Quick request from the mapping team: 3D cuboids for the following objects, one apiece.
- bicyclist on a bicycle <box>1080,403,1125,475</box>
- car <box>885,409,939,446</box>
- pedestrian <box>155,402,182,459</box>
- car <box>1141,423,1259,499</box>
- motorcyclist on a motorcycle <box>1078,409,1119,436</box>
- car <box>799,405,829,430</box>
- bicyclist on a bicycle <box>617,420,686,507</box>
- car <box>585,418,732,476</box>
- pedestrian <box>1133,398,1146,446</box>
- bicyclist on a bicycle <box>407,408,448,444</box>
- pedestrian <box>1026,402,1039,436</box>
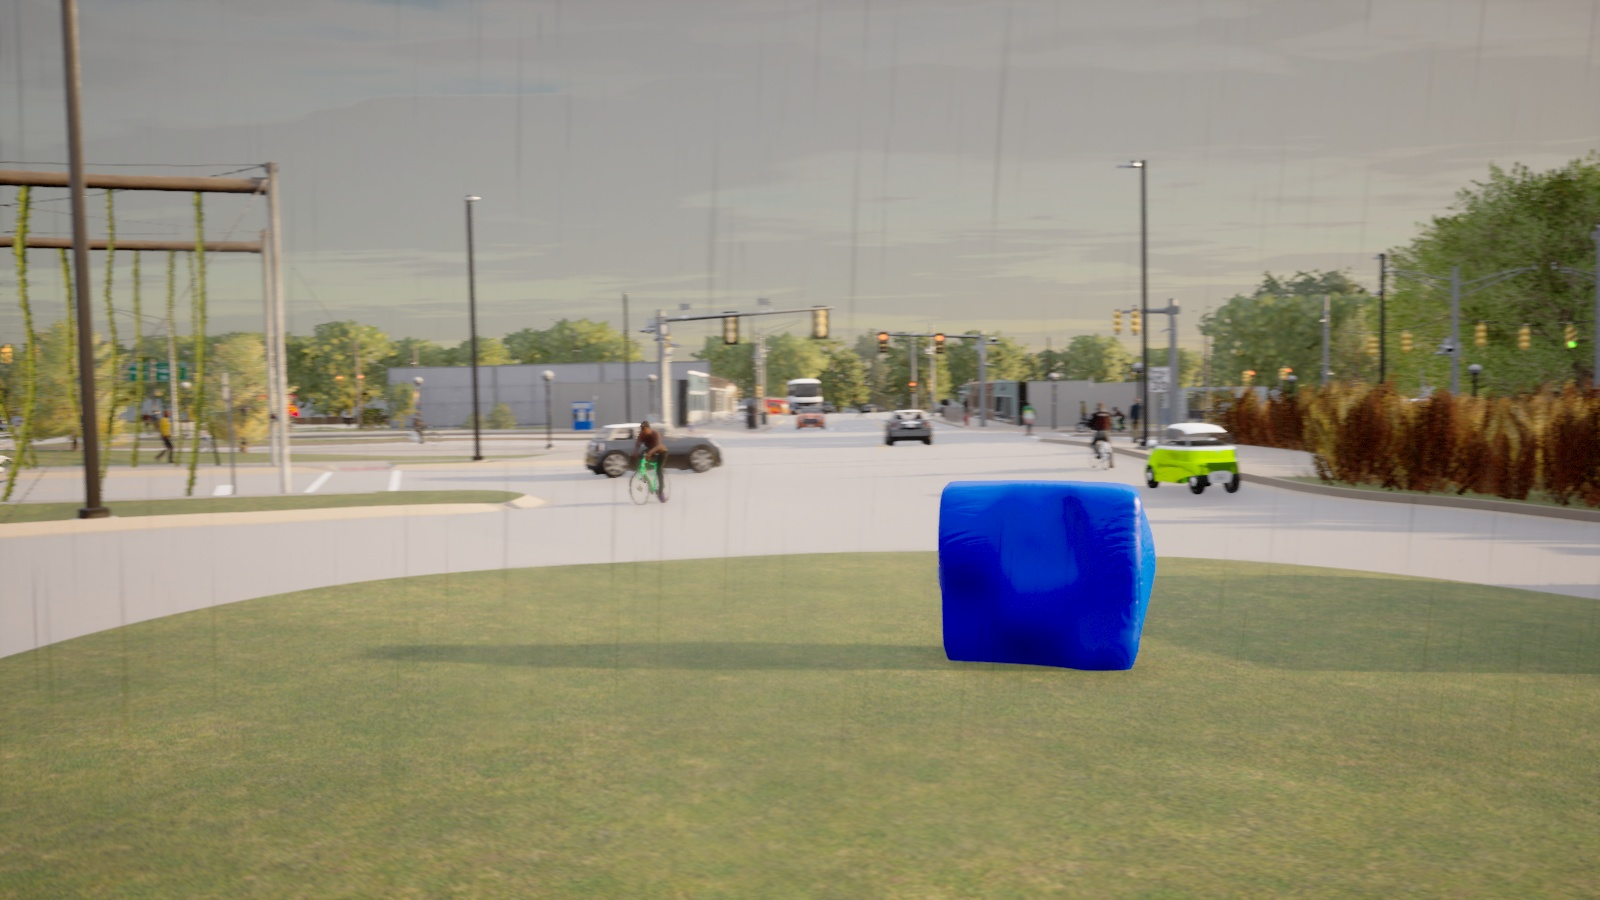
[{"bbox_3d":[7.792,-0.312,32.385,0.659,1.776,1.843,-1,3,-2],"label":"bicyclist on a bicycle"},{"bbox_3d":[4.690,-0.954,52.933,1.970,1.475,3.806,-1,1,1],"label":"car"},{"bbox_3d":[-20.608,-0.642,40.990,0.726,1.835,0.370,-2,3,-24],"label":"pedestrian"},{"bbox_3d":[8.123,0.195,25.658,1.481,1.376,2.207,-1,4,-8],"label":"car"},{"bbox_3d":[18.437,-1.702,77.597,2.350,1.649,0.766,1,2,4],"label":"motorcyclist on a motorcycle"},{"bbox_3d":[1.070,-2.421,92.233,2.097,1.767,4.553,-1,2,1],"label":"car"},{"bbox_3d":[-2.862,0.236,24.286,0.582,1.620,1.656,-1,0,21],"label":"bicyclist on a bicycle"},{"bbox_3d":[-4.090,-0.123,36.227,3.806,1.475,1.970,-2,3,-22],"label":"car"},{"bbox_3d":[13.124,-1.079,48.550,0.402,1.842,0.726,0,3,9],"label":"pedestrian"},{"bbox_3d":[-18.792,-1.232,63.343,1.843,1.776,0.659,0,2,1],"label":"bicyclist on a bicycle"},{"bbox_3d":[13.423,-1.795,72.413,0.659,1.952,0.873,0,3,14],"label":"pedestrian"}]
